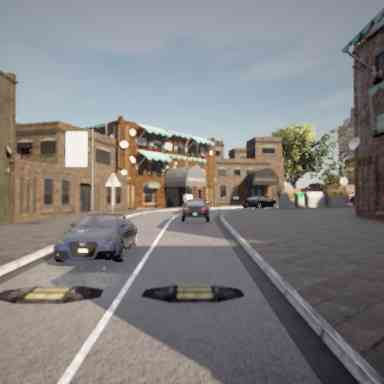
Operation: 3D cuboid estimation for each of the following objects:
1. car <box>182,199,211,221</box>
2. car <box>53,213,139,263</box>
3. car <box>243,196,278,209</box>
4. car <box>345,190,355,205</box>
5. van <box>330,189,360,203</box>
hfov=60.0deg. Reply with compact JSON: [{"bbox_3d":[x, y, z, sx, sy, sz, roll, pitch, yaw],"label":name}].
[{"bbox_3d":[0.331,1.202,23.544,1.812,1.442,4.674,0,1,3],"label":"car"},{"bbox_3d":[-3.071,1.434,11.374,1.994,1.385,4.181,0,1,0],"label":"car"},{"bbox_3d":[8.014,1.224,38.727,5.008,1.535,1.882,0,-2,-40],"label":"car"},{"bbox_3d":[21.039,0.629,38.904,2.435,2.045,5.566,-3,-1,-12],"label":"car"},{"bbox_3d":[23.747,0.677,51.928,1.878,1.987,4.442,-3,-1,-12],"label":"van"}]
